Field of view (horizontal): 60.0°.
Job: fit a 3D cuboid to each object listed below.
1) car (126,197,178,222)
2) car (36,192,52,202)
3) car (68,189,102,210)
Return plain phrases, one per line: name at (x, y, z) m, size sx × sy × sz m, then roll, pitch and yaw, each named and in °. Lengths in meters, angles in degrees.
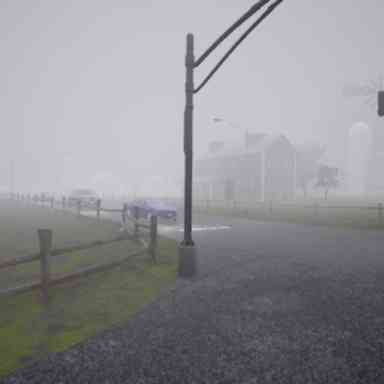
car at (-2.817, 1.140, 22.736) m, size 1.882 × 1.535 × 5.008 m, roll 1°, pitch 0°, yaw -36°
car at (-22.183, 0.739, 49.977) m, size 1.837 × 1.490 × 4.892 m, roll 1°, pitch 0°, yaw -35°
car at (-11.218, 0.696, 34.495) m, size 2.150 × 2.045 × 5.566 m, roll 1°, pitch 0°, yaw -36°
